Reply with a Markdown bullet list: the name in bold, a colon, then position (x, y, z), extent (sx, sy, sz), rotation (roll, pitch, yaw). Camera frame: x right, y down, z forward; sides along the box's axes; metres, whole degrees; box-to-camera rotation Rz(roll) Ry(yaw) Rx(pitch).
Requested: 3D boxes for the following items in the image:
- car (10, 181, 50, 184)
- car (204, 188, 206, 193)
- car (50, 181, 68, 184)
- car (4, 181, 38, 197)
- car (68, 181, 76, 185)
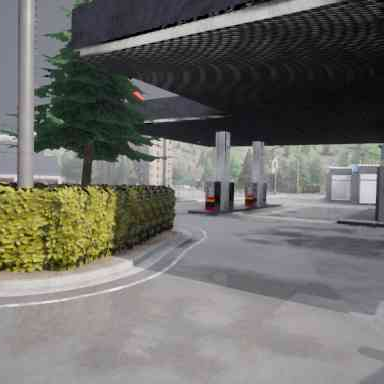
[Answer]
- **car**: position (-17.271, -0.180, 35.203), extent (3.866, 1.878, 1.905), rotation (2, 2, 35)
- **car**: position (4.818, -0.317, 65.614), extent (5.027, 1.636, 2.152), rotation (2, 2, 35)
- **car**: position (-26.845, -1.259, 65.439), extent (3.866, 1.878, 1.905), rotation (2, 2, 35)
- **car**: position (-21.810, -0.466, 42.415), extent (4.605, 1.855, 1.932), rotation (2, 2, 35)
- **car**: position (-25.510, -1.285, 68.052), extent (4.605, 1.855, 1.932), rotation (2, 2, 35)
